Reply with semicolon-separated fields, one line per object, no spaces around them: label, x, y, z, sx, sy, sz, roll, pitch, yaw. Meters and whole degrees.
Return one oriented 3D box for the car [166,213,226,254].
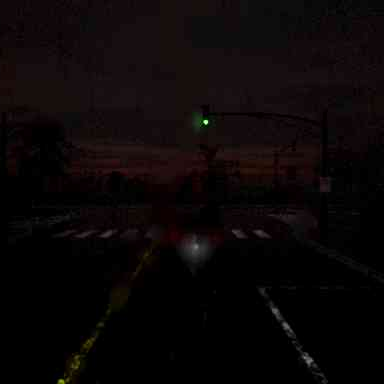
car;0.333;1.433;12.646;1.895;1.301;4.718;0;1;6
